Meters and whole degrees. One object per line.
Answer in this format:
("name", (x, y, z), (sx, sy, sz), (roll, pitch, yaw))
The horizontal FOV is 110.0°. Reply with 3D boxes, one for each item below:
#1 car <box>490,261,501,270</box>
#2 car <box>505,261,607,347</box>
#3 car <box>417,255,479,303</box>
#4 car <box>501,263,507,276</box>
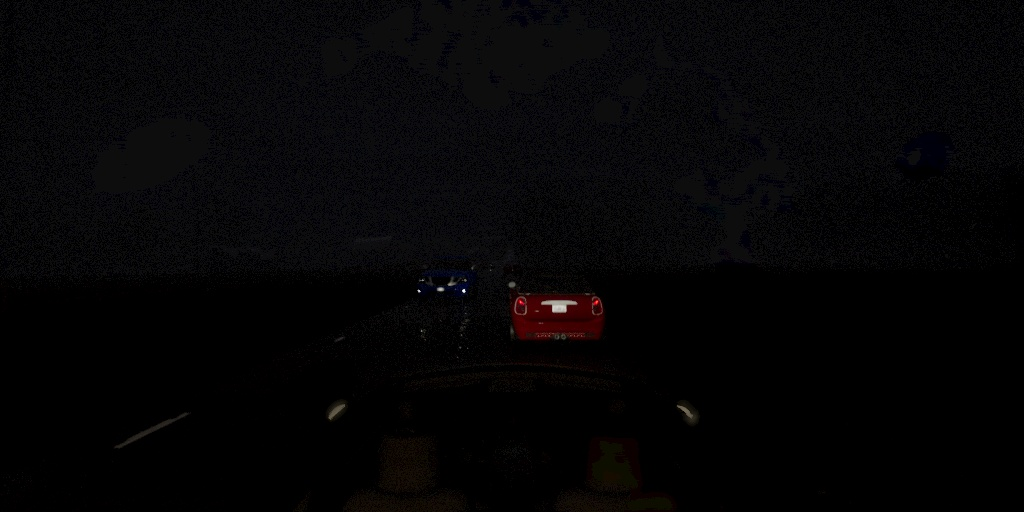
("car", (-2.767, 1.550, 61.809), (1.882, 1.535, 5.008), (0, -1, 0))
("car", (0.967, 1.096, 9.452), (2.097, 1.767, 4.553), (0, 0, 0))
("car", (-2.838, 0.973, 17.009), (2.150, 2.045, 5.566), (0, 0, 0))
("car", (0.101, 1.297, 38.411), (1.882, 1.535, 5.008), (0, 0, 1))
